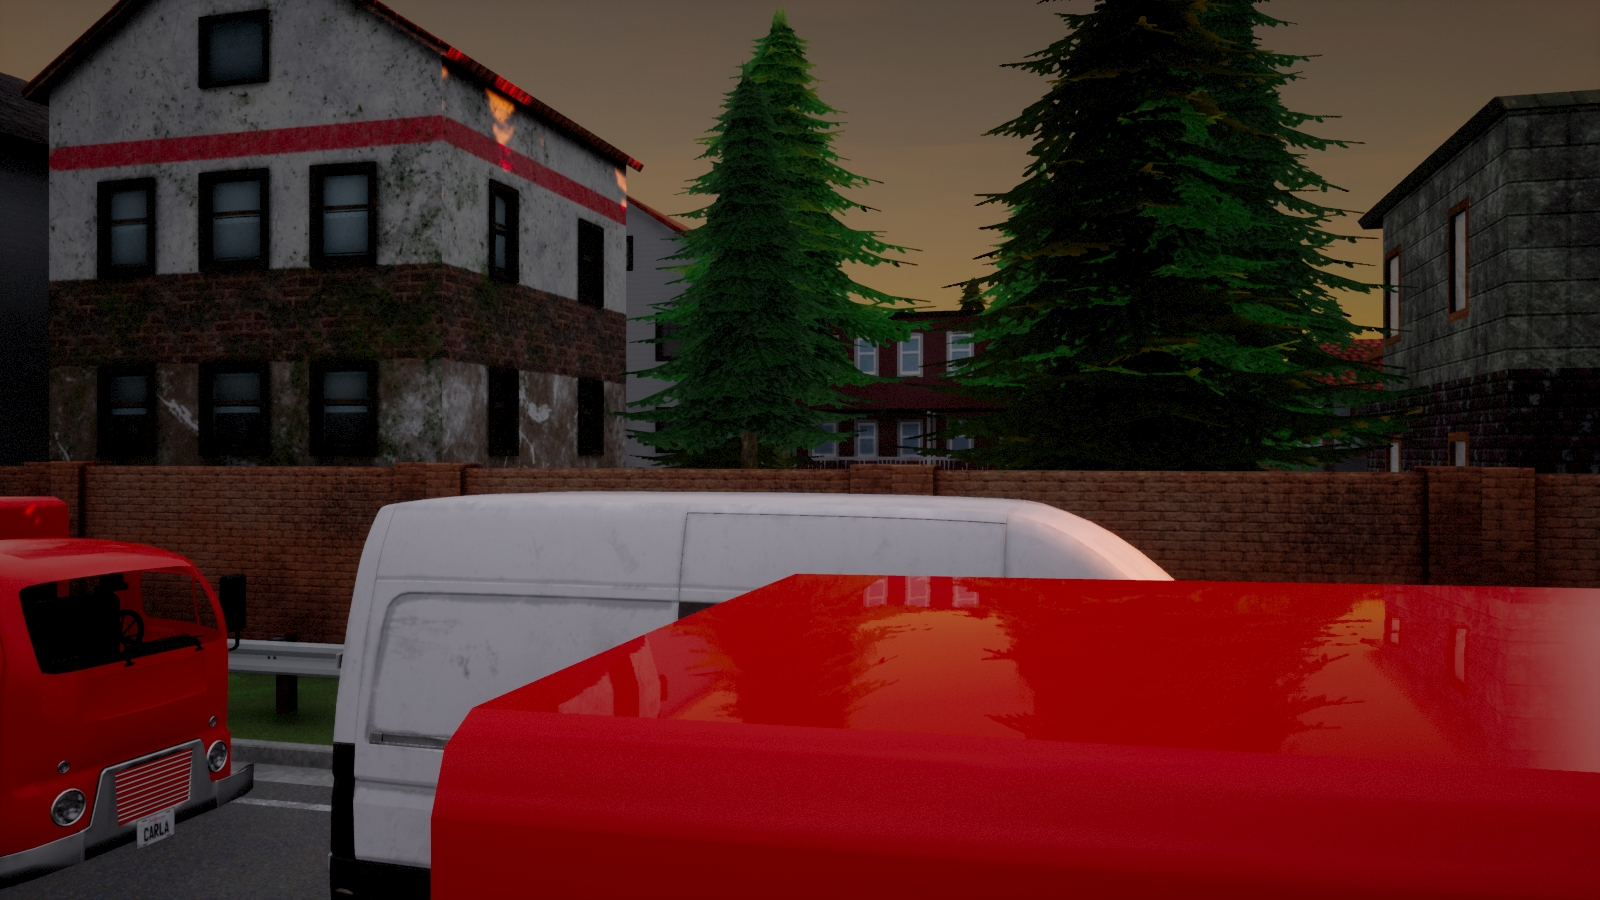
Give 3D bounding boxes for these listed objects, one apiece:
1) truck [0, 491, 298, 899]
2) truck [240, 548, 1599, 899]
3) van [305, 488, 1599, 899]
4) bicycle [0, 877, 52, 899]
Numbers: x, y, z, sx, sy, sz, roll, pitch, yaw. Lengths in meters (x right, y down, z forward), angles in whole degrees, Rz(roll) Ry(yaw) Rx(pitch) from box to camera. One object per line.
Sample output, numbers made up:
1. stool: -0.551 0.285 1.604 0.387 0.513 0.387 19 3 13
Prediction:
1. truck: -6.587 1.568 7.895 5.204 2.467 2.627 0 0 15
2. truck: 2.192 1.568 1.959 5.204 2.467 2.627 0 0 15
3. van: 0.608 1.535 6.000 5.915 2.561 1.988 0 0 15
4. bicycle: -3.101 2.056 3.494 1.643 1.496 0.373 0 0 16
